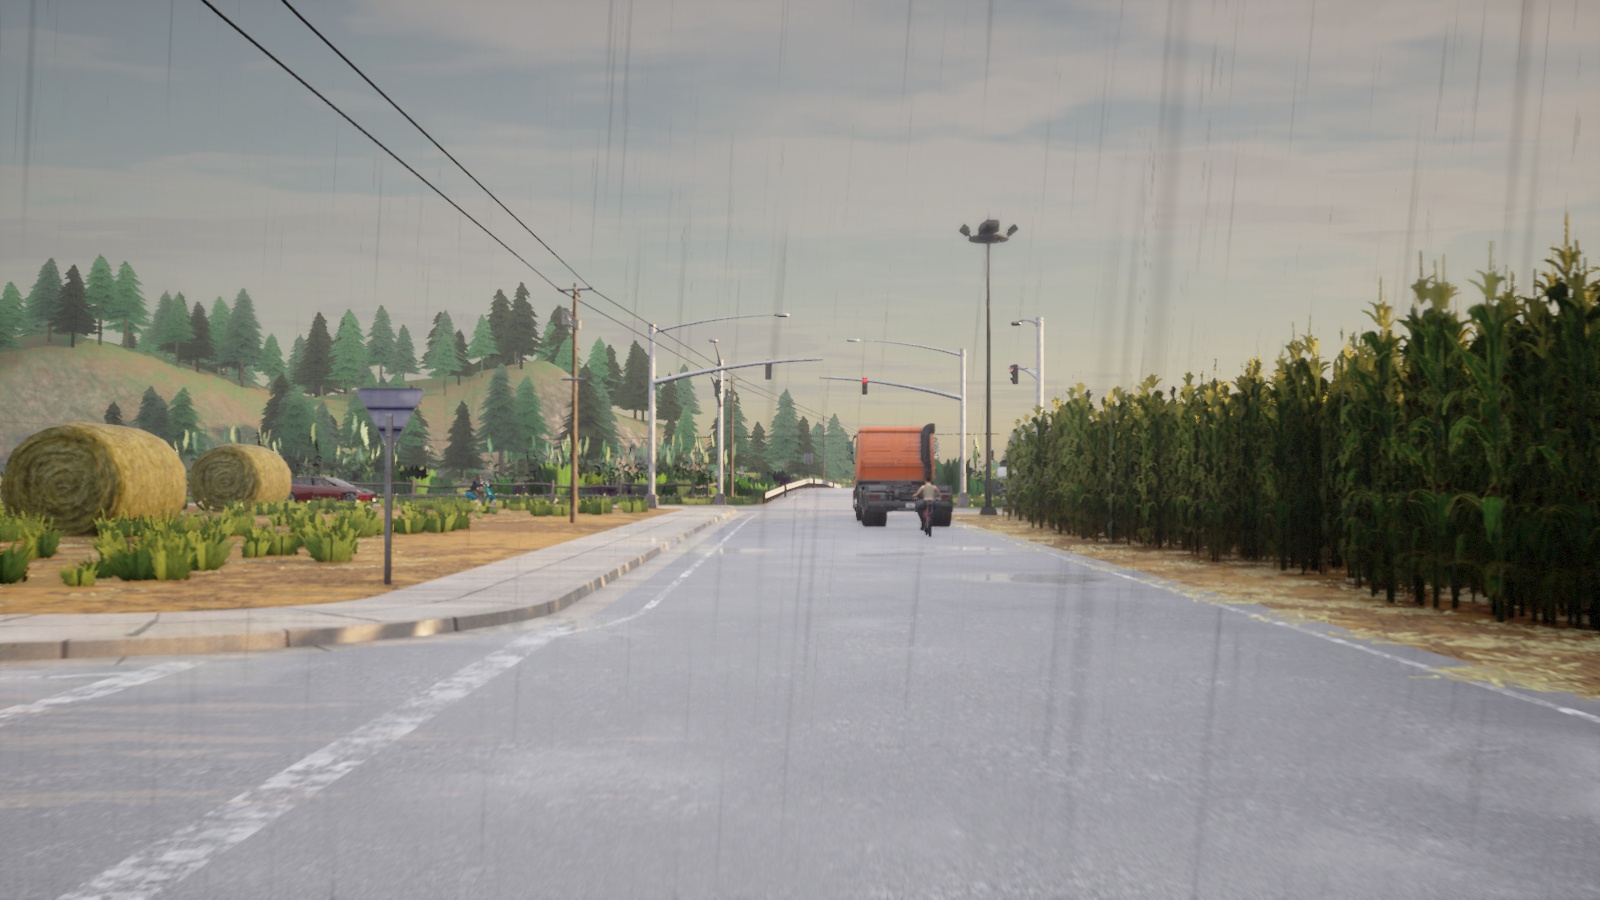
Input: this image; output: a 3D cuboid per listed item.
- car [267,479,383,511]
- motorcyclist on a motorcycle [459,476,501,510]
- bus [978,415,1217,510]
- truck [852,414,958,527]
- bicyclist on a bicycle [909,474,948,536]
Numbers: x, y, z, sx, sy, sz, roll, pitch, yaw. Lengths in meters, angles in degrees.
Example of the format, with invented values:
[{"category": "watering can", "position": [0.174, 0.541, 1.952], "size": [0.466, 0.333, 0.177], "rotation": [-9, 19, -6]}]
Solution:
[{"category": "car", "position": [-22.953, 2.155, 60.804], "size": [4.792, 1.488, 2.163], "rotation": [0, -1, 3]}, {"category": "motorcyclist on a motorcycle", "position": [-15.396, 2.067, 60.440], "size": [1.817, 1.590, 0.866], "rotation": [0, -1, 3]}, {"category": "bus", "position": [13.787, 0.612, 59.031], "size": [10.273, 4.253, 3.944], "rotation": [0, -1, 0]}, {"category": "truck", "position": [3.380, 0.710, 42.505], "size": [2.891, 3.462, 7.936], "rotation": [0, -1, 0]}, {"category": "bicyclist on a bicycle", "position": [3.397, 1.439, 33.360], "size": [0.866, 1.612, 1.509], "rotation": [0, -1, 0]}]
